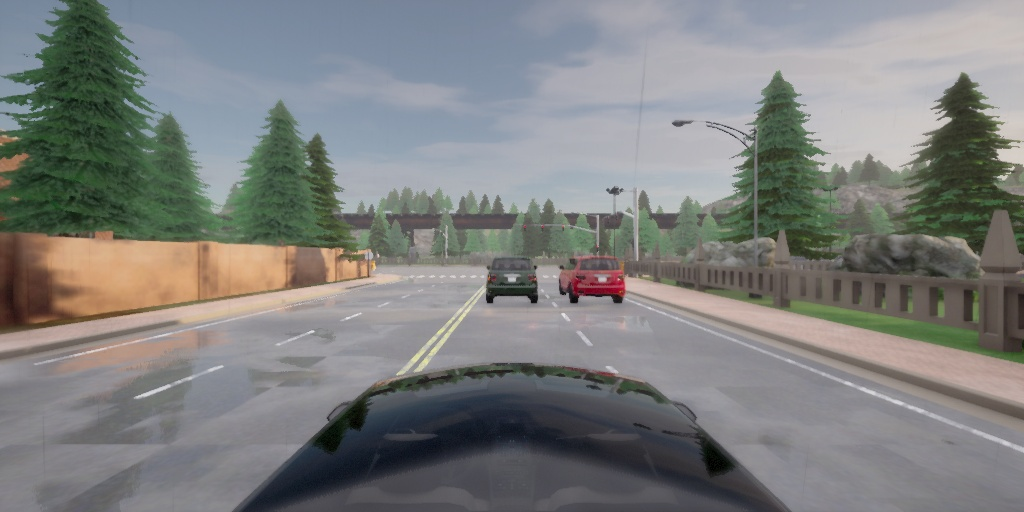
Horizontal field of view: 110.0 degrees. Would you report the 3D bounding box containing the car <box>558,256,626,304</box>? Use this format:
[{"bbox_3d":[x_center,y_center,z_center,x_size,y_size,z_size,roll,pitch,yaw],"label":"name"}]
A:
[{"bbox_3d":[3.500,1.005,16.530,2.150,2.045,5.566,0,0,0],"label":"car"}]

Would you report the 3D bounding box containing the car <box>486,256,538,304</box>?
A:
[{"bbox_3d":[0.000,1.005,16.530,2.150,2.045,5.566,0,0,0],"label":"car"}]
